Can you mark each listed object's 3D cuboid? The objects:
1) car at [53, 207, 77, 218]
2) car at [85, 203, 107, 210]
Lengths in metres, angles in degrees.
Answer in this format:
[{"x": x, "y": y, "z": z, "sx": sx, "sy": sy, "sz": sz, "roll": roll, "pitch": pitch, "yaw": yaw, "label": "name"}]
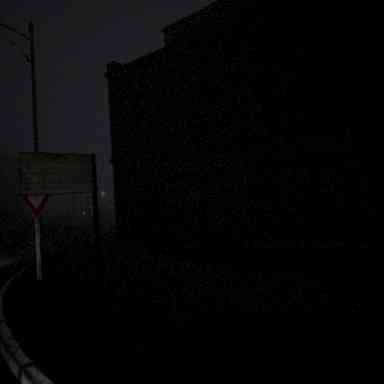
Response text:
[{"x": -19.203, "y": 3.005, "z": 50.596, "sx": 1.882, "sy": 1.535, "sz": 5.008, "roll": -4, "pitch": 1, "yaw": 4, "label": "car"}, {"x": -17.402, "y": 2.627, "z": 60.663, "sx": 1.895, "sy": 1.301, "sz": 4.718, "roll": -5, "pitch": 2, "yaw": 16, "label": "car"}]
